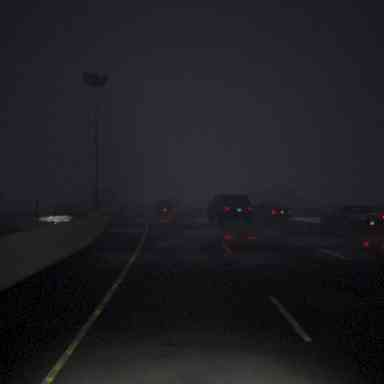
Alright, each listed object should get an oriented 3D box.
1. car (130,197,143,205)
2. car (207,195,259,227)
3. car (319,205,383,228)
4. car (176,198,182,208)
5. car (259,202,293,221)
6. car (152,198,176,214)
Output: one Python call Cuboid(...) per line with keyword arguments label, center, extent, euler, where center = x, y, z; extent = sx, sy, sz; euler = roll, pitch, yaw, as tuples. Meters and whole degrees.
Cuboid(label="car", center=(-10.597, 1.689, 63.147), extent=(1.812, 1.442, 4.674), euler=(0, 0, -21))
Cuboid(label="car", center=(2.526, 1.194, 23.108), extent=(2.150, 2.045, 5.566), euler=(0, 0, -8))
Cuboid(label="car", center=(9.946, 1.472, 21.057), extent=(1.895, 1.301, 4.718), euler=(-1, 0, -7))
Cuboid(label="car", center=(-2.733, 1.578, 49.678), extent=(1.812, 1.442, 4.674), euler=(0, 0, -16))
Cuboid(label="car", center=(5.955, 1.474, 26.102), extent=(2.033, 1.411, 5.357), euler=(-1, 0, -10))
Cuboid(label="car", center=(-3.266, 1.561, 36.472), extent=(1.837, 1.490, 4.892), euler=(0, 0, -12))
